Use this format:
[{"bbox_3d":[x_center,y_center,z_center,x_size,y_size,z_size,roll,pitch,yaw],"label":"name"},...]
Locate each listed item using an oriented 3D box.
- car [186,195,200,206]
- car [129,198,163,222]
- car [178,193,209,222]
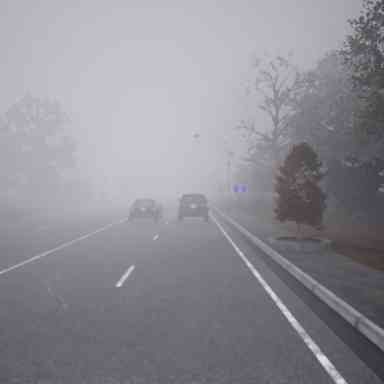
[{"bbox_3d":[0.111,1.173,48.163,1.882,1.535,5.008,0,0,0],"label":"car"},{"bbox_3d":[-3.402,1.251,25.311,2.097,1.767,4.553,0,0,0],"label":"car"},{"bbox_3d":[0.097,1.120,25.681,2.150,2.045,5.566,0,1,0],"label":"car"}]
